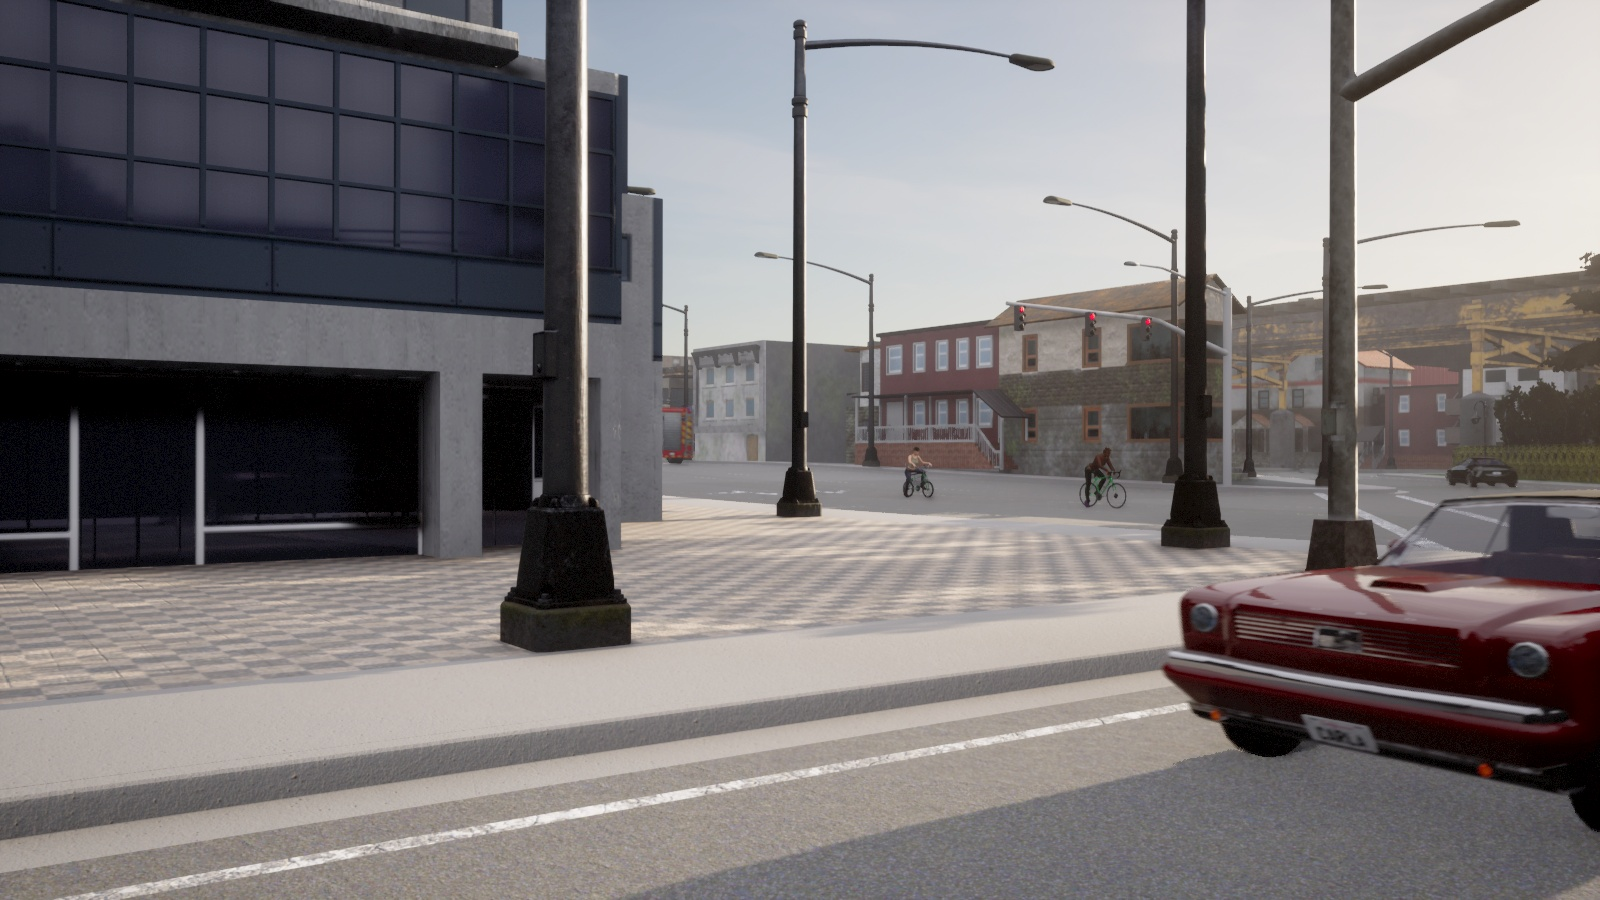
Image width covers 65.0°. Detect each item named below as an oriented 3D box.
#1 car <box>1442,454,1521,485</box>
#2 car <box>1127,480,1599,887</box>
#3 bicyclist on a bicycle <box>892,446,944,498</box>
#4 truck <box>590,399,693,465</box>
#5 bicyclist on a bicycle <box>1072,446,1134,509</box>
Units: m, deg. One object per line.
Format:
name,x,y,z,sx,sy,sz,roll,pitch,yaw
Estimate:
car,31.537,0.880,58.226,1.994,1.385,4.181,0,0,10
car,4.007,0.852,6.440,4.718,1.301,1.895,0,0,-35
bicyclist on a bicycle,3.736,0.684,39.697,0.866,1.612,1.509,0,0,-35
truck,-9.883,-1.040,77.229,2.891,3.827,8.468,0,0,-33
bicyclist on a bicycle,8.085,0.714,33.569,0.582,1.620,1.656,0,0,-34
